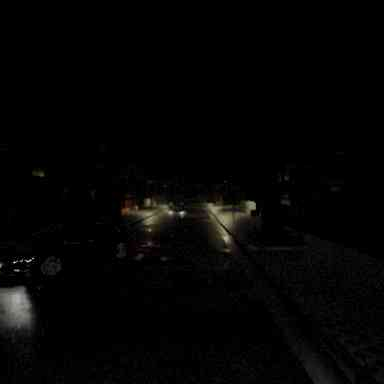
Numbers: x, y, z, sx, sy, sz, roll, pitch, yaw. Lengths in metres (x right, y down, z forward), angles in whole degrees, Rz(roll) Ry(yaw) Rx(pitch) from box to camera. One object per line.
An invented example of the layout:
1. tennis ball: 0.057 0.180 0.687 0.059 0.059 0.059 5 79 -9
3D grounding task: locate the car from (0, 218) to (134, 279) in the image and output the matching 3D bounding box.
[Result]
1. car: -3.903 1.668 10.855 1.837 1.490 4.892 4 2 28

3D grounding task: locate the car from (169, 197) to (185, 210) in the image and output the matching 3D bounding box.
1. car: -2.157 1.594 47.978 2.097 1.767 4.553 0 0 1
